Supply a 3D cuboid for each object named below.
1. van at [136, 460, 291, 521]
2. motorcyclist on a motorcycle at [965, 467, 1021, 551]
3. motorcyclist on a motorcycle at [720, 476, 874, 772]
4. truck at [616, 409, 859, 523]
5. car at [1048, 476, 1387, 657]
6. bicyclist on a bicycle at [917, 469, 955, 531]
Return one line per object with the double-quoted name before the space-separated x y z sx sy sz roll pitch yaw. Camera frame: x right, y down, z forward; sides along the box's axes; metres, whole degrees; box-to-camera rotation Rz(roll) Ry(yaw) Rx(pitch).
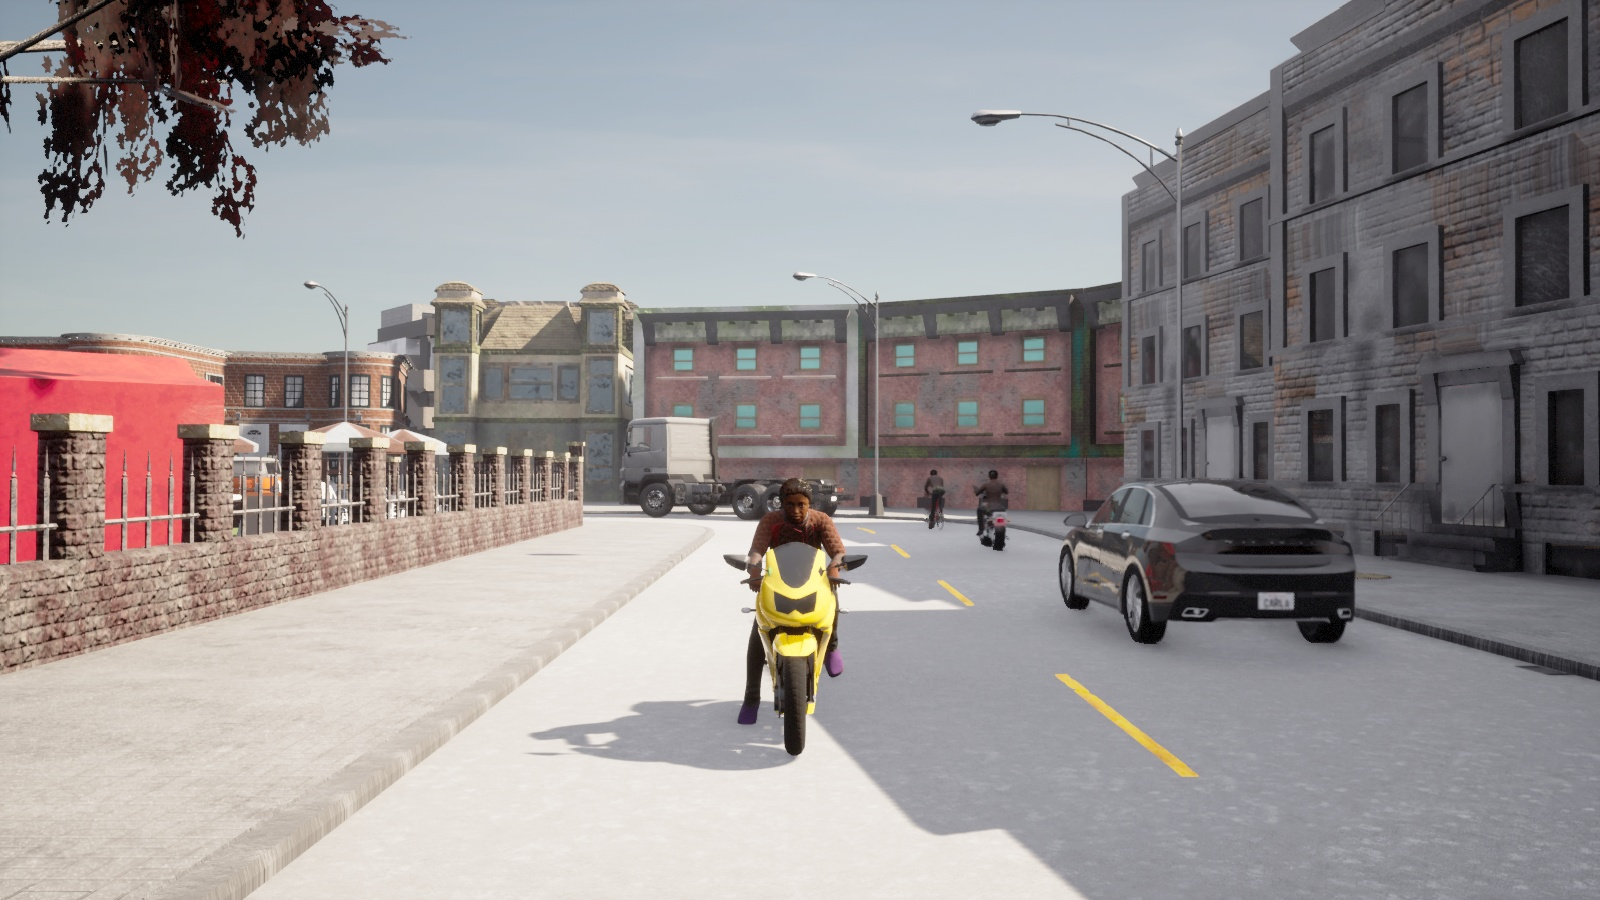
"van" -19.921 1.363 42.747 4.442 1.987 1.775 0 -1 0
"motorcyclist on a motorcycle" 3.932 1.181 25.772 0.766 1.649 2.350 0 -1 0
"motorcyclist on a motorcycle" -0.020 0.923 7.552 0.797 1.523 2.044 0 -1 0
"truck" -2.181 0.540 41.610 7.936 3.462 2.891 -1 -1 35
"car" 3.966 1.020 12.918 1.837 1.490 4.892 0 -1 0
"bicyclist on a bicycle" 3.641 1.320 33.789 0.582 1.620 1.656 0 -1 -9
